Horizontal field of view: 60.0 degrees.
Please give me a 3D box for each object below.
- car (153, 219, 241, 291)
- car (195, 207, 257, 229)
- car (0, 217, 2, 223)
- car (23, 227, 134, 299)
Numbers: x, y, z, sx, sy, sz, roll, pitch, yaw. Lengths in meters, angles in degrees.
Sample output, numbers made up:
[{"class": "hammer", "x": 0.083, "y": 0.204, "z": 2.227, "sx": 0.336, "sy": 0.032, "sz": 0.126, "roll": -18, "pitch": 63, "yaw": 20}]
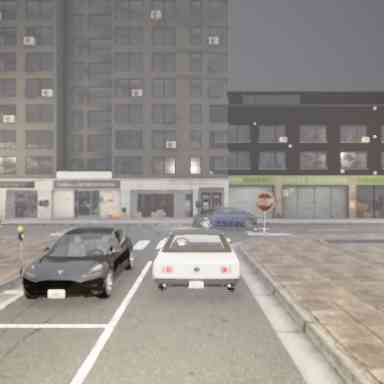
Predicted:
[{"class": "car", "x": 0.134, "y": 1.672, "z": 9.204, "sx": 1.895, "sy": 1.301, "sz": 4.718, "roll": 0, "pitch": 0, "yaw": 1}, {"class": "car", "x": 2.189, "y": 1.720, "z": 22.224, "sx": 4.181, "sy": 1.385, "sz": 1.994, "roll": 0, "pitch": 0, "yaw": 0}, {"class": "car", "x": -15.412, "y": 1.552, "z": 22.215, "sx": 4.553, "sy": 1.767, "sz": 2.097, "roll": 0, "pitch": 0, "yaw": 0}, {"class": "car", "x": -2.648, "y": 1.633, "z": 8.671, "sx": 1.947, "sy": 1.339, "sz": 4.313, "roll": 0, "pitch": 0, "yaw": 0}]
